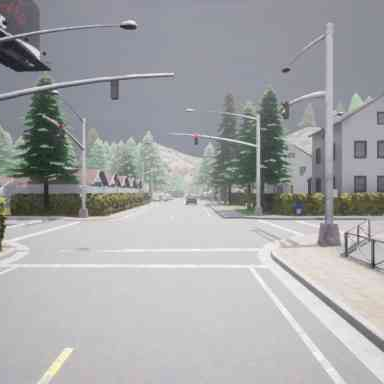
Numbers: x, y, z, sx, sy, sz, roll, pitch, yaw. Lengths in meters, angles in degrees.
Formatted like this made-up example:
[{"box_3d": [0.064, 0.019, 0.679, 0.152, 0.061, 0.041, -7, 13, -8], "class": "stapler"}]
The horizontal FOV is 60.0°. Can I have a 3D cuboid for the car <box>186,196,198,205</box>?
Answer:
[{"box_3d": [-0.081, 1.505, 59.182, 1.837, 1.490, 4.892, 0, 0, 0], "class": "car"}]
